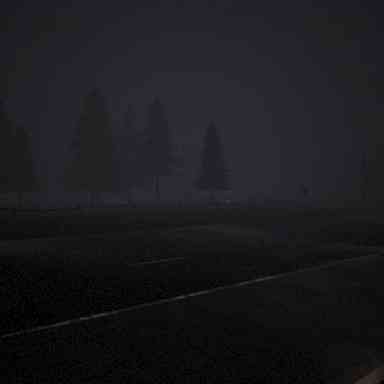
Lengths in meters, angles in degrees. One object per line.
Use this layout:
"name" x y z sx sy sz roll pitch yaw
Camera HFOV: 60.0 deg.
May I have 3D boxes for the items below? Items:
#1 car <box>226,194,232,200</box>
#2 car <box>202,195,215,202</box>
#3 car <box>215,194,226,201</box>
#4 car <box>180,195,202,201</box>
"car" 7.979 1.323 82.234 2.097 1.767 4.553 0 0 -35
"car" 2.248 1.508 78.214 2.033 1.411 5.357 0 0 -35
"car" 5.122 1.493 80.211 2.128 1.511 4.902 0 0 -35
"car" -0.626 1.508 76.216 2.033 1.411 5.357 0 0 -35
